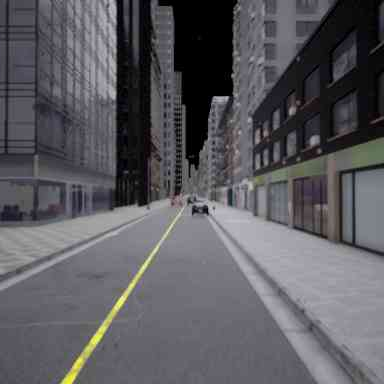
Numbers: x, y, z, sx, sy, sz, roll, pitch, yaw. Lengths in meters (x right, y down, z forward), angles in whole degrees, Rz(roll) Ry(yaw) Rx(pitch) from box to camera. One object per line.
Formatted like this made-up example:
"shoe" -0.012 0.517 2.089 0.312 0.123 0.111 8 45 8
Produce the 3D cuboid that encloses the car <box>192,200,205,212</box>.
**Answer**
"car" 0.899 1.964 47.467 1.837 1.490 4.892 0 -1 0

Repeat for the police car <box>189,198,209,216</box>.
"police car" 0.899 1.791 37.578 1.930 1.638 5.238 0 -1 0

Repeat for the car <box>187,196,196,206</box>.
"car" -0.001 1.842 73.027 2.150 2.045 5.566 0 0 0

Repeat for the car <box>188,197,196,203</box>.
"car" -0.001 2.096 87.965 2.097 1.767 4.553 0 0 0

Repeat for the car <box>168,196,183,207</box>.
"car" -3.011 1.846 65.669 2.150 2.045 5.566 0 0 0
